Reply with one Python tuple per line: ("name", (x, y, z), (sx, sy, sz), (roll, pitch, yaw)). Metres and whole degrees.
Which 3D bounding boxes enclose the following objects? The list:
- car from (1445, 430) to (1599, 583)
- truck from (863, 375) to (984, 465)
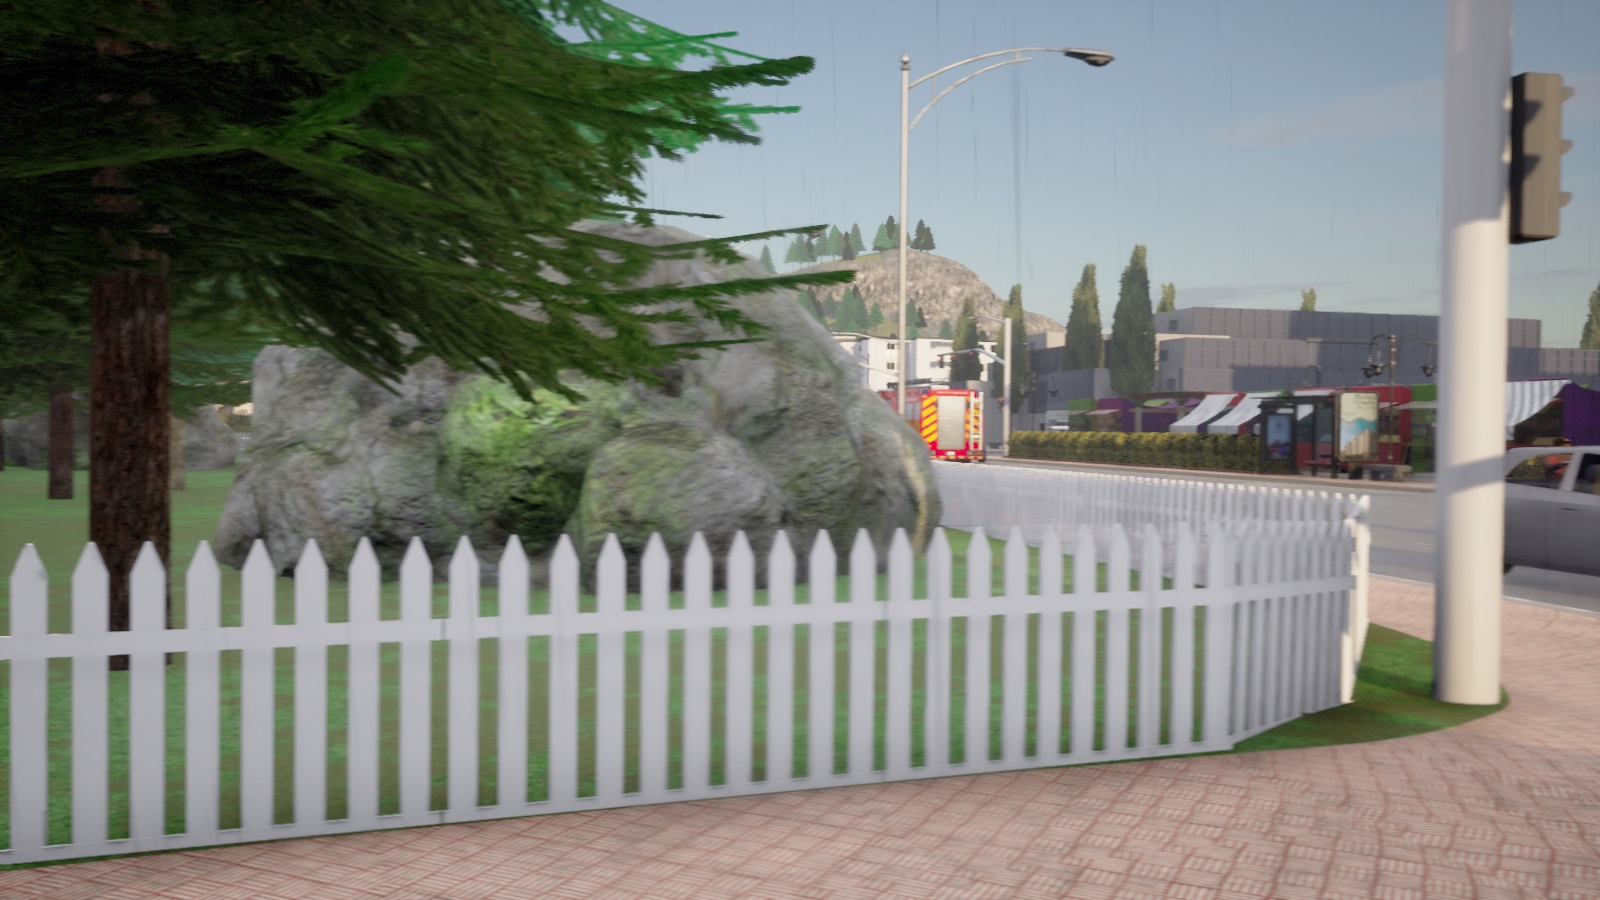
("car", (8.765, 0.555, 12.941), (1.845, 1.501, 3.633), (-1, 1, -13))
("truck", (5.470, -1.345, 57.374), (2.891, 3.827, 8.468), (-1, 1, -13))
